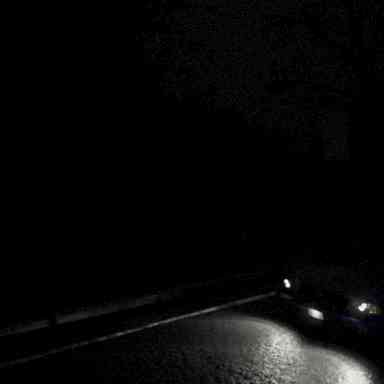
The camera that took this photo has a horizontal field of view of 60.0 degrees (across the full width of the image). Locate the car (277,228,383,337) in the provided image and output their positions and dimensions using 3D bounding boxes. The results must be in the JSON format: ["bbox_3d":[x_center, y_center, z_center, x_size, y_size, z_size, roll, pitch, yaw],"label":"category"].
[{"bbox_3d":[4.168,1.449,6.525,5.357,1.411,2.033,-1,1,-32],"label":"car"}]
